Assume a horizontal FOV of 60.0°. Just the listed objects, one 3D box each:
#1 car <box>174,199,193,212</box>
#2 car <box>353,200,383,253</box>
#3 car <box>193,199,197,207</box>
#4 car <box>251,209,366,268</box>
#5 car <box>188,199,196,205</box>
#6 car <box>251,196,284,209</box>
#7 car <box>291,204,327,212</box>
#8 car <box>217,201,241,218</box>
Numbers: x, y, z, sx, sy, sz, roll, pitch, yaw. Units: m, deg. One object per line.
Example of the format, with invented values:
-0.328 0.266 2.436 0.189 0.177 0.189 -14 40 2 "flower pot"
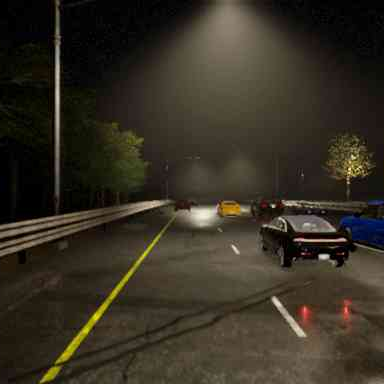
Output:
-1.223 1.689 44.807 2.097 1.767 4.553 0 -1 0 "car"
7.101 1.286 11.329 2.150 2.045 5.566 0 0 0 "car"
0.004 2.172 63.517 1.812 1.442 4.674 0 -1 0 "car"
3.601 1.557 11.491 2.128 1.511 4.902 0 0 0 "car"
0.005 2.414 79.203 1.812 1.442 4.674 0 -2 0 "car"
7.103 1.403 31.701 2.150 2.045 5.566 0 0 0 "car"
10.602 1.774 30.656 1.895 1.301 4.718 0 0 0 "car"
3.603 1.667 32.826 1.882 1.535 5.008 0 0 0 "car"
